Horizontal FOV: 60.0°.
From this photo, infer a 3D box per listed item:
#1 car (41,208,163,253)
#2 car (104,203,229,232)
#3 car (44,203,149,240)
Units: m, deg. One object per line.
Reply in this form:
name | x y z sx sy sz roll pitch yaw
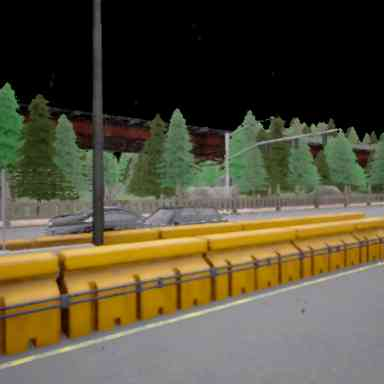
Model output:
car | -3.735 1.495 14.205 4.674 1.442 1.812 0 0 -36
car | -0.707 1.314 12.070 4.553 1.767 2.097 0 0 -35
car | -4.975 1.455 17.625 4.902 1.511 2.128 0 0 -35
